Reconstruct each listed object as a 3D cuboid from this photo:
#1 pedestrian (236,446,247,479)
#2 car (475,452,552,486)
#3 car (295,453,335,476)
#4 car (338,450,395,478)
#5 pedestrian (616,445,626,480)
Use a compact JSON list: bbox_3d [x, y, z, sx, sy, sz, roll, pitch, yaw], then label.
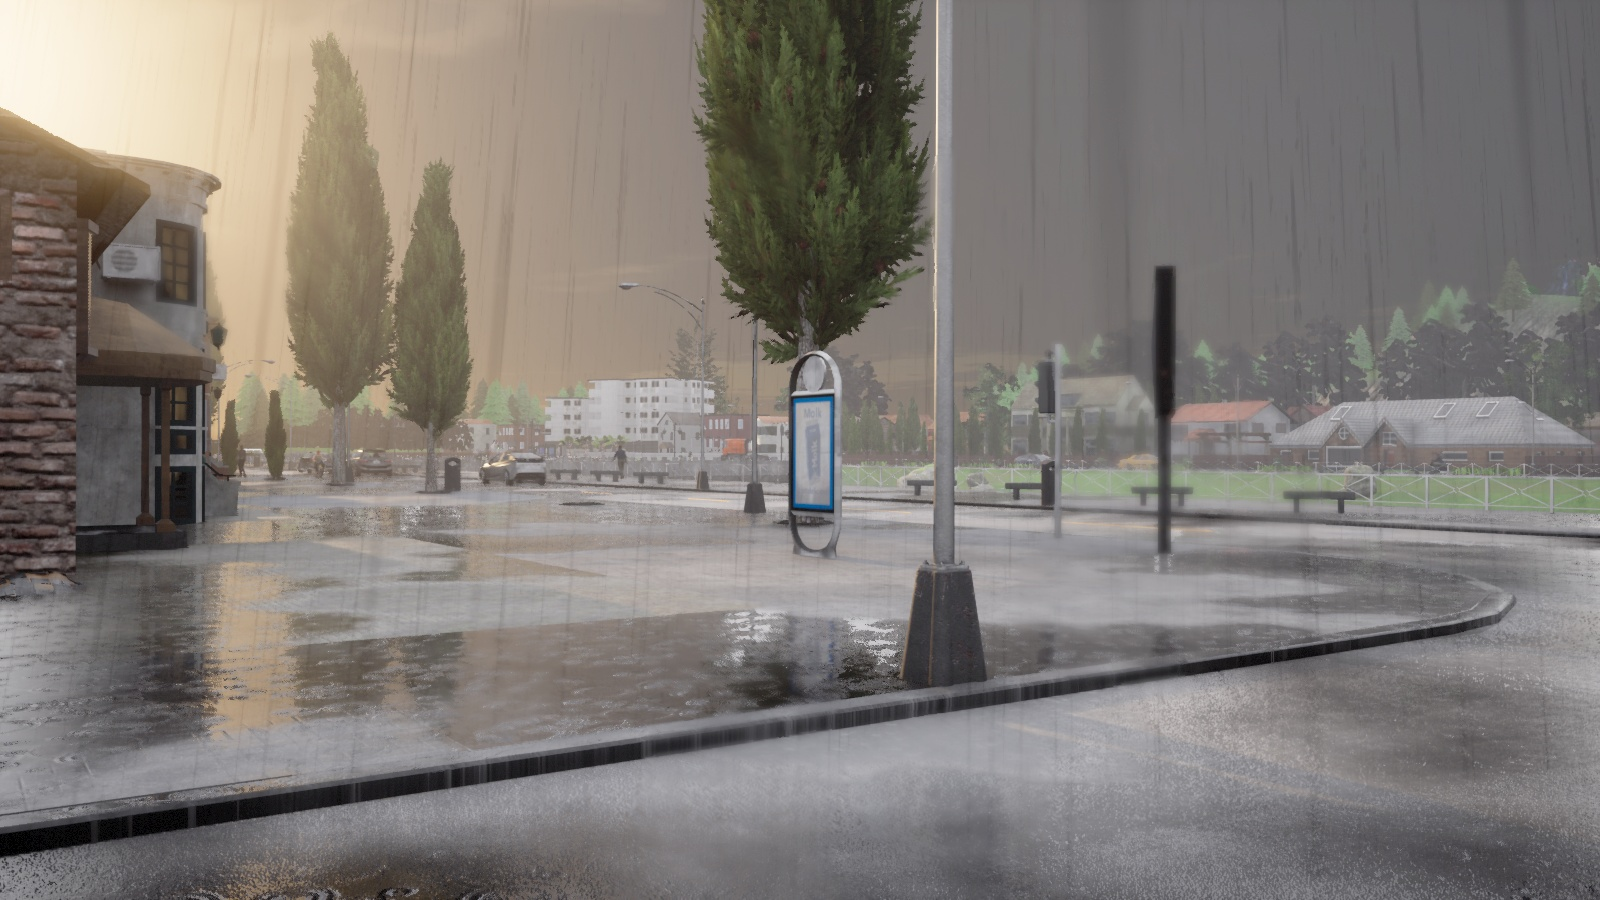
[{"bbox_3d":[-31.399,0.694,70.637,0.331,1.846,0.634,0,0,-2],"label":"pedestrian"},{"bbox_3d":[-13.415,0.863,58.593,2.007,1.525,4.514,0,0,-34],"label":"car"},{"bbox_3d":[-34.474,1.015,89.229,1.789,1.549,3.705,0,0,-34],"label":"car"},{"bbox_3d":[-27.128,0.839,78.542,2.242,1.667,4.611,0,0,-34],"label":"car"},{"bbox_3d":[-9.392,0.636,65.857,0.370,1.835,0.726,0,0,-20],"label":"pedestrian"}]
